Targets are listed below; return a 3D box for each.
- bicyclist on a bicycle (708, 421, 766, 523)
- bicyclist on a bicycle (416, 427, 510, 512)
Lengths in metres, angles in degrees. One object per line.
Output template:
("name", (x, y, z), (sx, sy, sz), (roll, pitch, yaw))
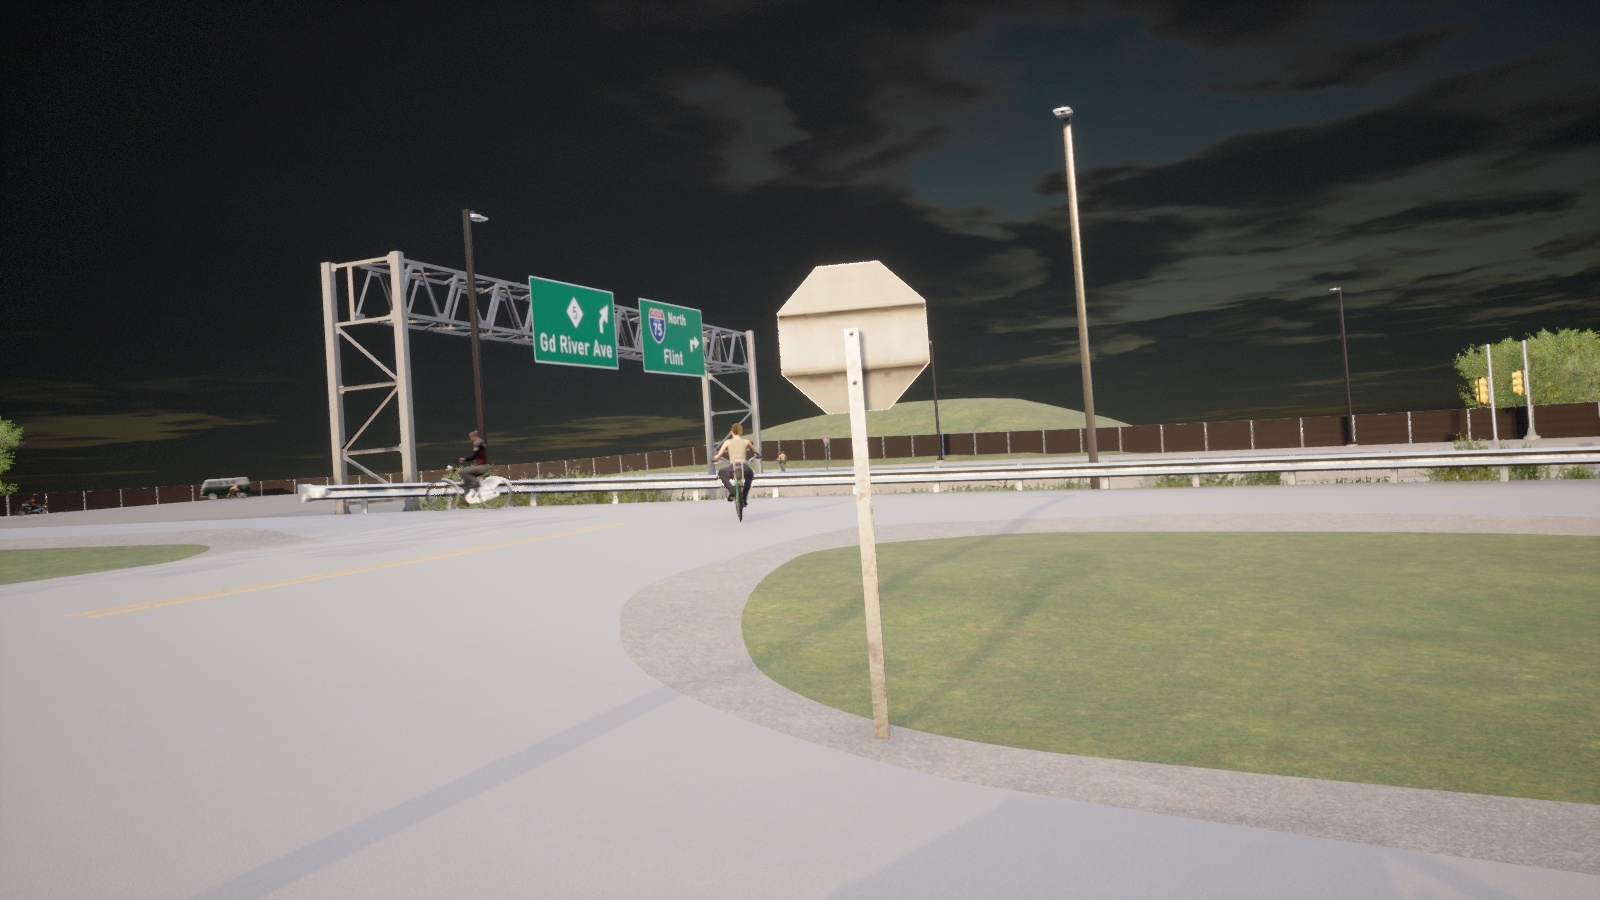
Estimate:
("bicyclist on a bicycle", (-1.066, 0.359, 20.888), (0.866, 1.612, 1.509), (-2, 0, -5))
("bicyclist on a bicycle", (-7.351, 0.417, 27.464), (1.843, 1.776, 0.659), (-1, 0, -4))
